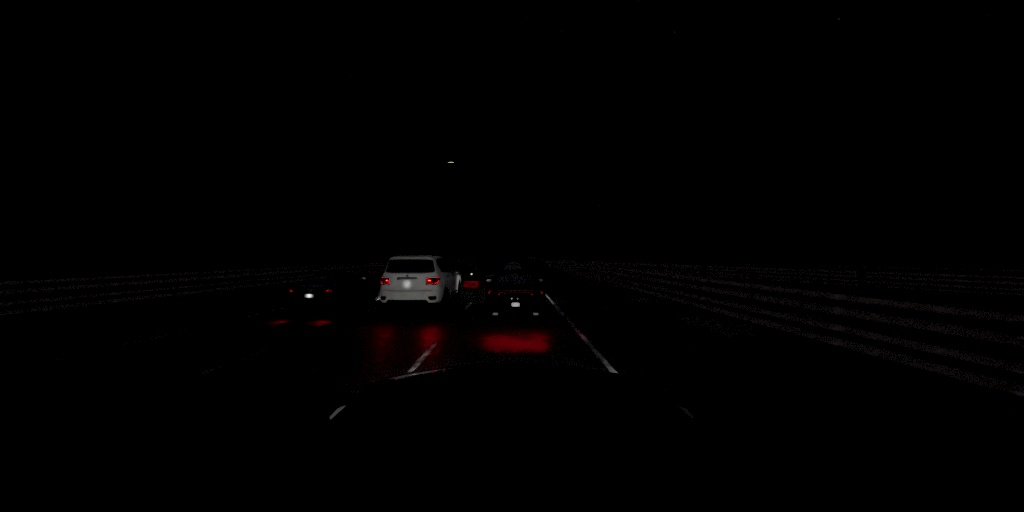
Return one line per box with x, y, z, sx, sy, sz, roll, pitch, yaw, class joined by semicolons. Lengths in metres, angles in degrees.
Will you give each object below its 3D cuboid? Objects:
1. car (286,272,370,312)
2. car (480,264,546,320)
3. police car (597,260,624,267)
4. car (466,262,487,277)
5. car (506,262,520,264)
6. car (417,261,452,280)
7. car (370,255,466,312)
-6.900;1.300;14.200;1.994;1.385;4.181;0;1;0;car
0.101;1.232;12.678;1.882;1.535;5.008;0;0;0;car
13.974;1.394;51.408;2.038;1.542;4.974;0;0;-15;police car
-3.404;1.275;32.668;1.837;1.490;4.892;0;0;0;car
0.095;1.297;33.623;1.812;1.442;4.674;0;0;0;car
-6.910;1.224;32.428;2.128;1.511;4.902;0;0;0;car
-3.403;0.976;14.311;2.150;2.045;5.566;0;0;0;car
